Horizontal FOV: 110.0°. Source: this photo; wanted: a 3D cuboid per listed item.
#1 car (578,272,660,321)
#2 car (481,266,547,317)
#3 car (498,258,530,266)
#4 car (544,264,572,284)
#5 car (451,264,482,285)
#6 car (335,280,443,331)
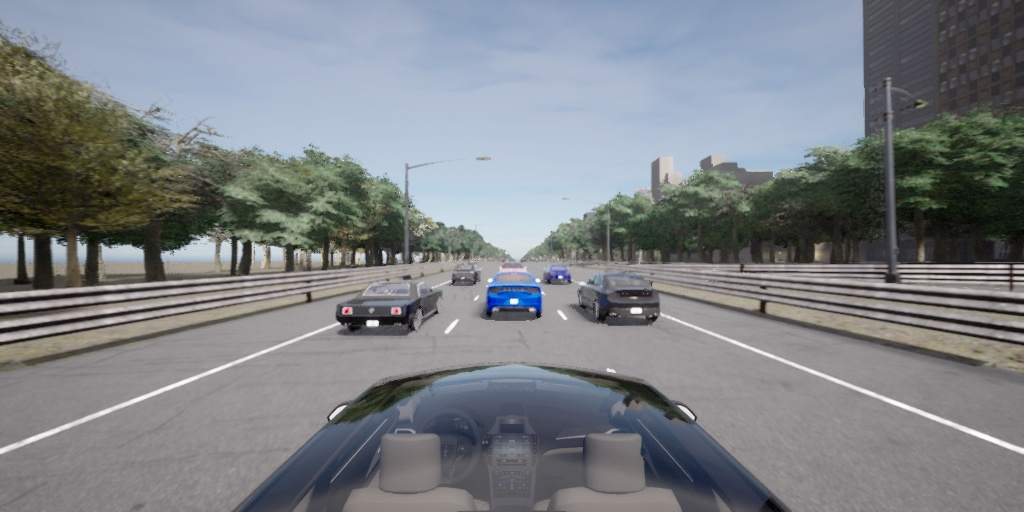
[{"bbox_3d":[3.571,1.315,12.673,1.837,1.490,4.892,0,0,0],"label":"car"},{"bbox_3d":[0.075,1.291,13.575,1.882,1.535,5.008,0,-1,0],"label":"car"},{"bbox_3d":[0.071,1.213,27.277,2.097,1.767,4.553,0,0,0],"label":"car"},{"bbox_3d":[3.578,1.388,28.582,1.812,1.442,4.674,0,0,0],"label":"car"},{"bbox_3d":[-3.428,1.354,27.562,2.128,1.511,4.902,0,0,0],"label":"car"},{"bbox_3d":[-3.437,1.401,11.123,1.895,1.301,4.718,0,0,0],"label":"car"}]
